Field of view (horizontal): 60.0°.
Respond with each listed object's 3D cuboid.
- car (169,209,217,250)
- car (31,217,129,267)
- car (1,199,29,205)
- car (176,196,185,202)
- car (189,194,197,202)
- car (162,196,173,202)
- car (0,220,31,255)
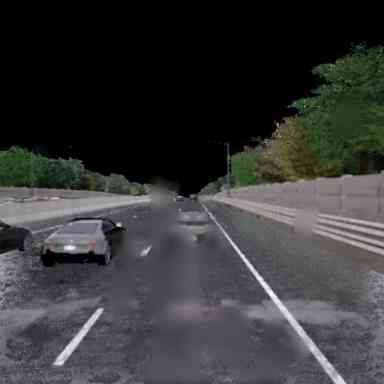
[{"bbox_3d":[0.036,1.504,14.480,2.128,1.511,4.902,0,0,0],"label":"car"},{"bbox_3d":[-3.473,1.563,11.479,1.994,1.385,4.181,0,0,0],"label":"car"},{"bbox_3d":[-20.896,1.519,39.529,1.994,1.385,4.181,0,0,0],"label":"car"},{"bbox_3d":[-3.233,1.770,86.970,1.882,1.535,5.008,0,-1,0],"label":"car"},{"bbox_3d":[0.268,1.529,86.993,2.150,2.045,5.566,0,-1,0],"label":"car"},{"bbox_3d":[-6.732,1.837,87.330,1.994,1.385,4.181,0,-1,0],"label":"car"},{"bbox_3d":[-6.976,1.513,10.748,1.812,1.442,4.674,0,0,0],"label":"car"}]
